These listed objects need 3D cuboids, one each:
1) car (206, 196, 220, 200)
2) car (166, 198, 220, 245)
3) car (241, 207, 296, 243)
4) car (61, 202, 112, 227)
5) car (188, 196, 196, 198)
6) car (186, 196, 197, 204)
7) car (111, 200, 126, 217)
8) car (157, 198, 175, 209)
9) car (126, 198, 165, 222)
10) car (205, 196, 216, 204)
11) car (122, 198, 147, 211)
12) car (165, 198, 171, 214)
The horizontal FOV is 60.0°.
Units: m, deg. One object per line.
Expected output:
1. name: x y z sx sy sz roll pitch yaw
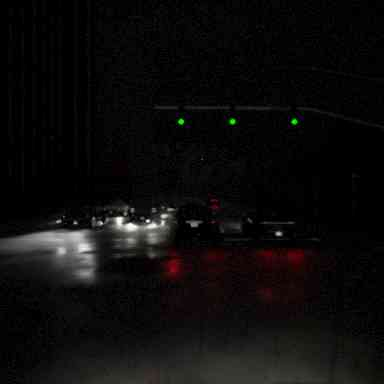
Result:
1. car: 3.470 1.514 53.810 1.837 1.490 4.892 0 0 0
2. car: 0.090 1.355 15.742 2.097 1.767 4.553 0 0 0
3. car: 3.590 1.491 16.167 2.128 1.511 4.902 0 0 0
4. car: -7.111 1.585 22.511 1.895 1.301 4.718 0 0 0
5. car: -0.030 1.485 53.830 1.882 1.535 5.008 0 0 0
6. car: -0.036 1.560 64.179 2.033 1.411 5.357 0 0 0
7. car: -7.103 1.515 31.666 1.812 1.442 4.674 0 0 0
8. car: -3.526 1.548 46.015 2.033 1.411 5.357 0 0 0
9. car: -3.610 1.341 26.505 2.097 1.767 4.553 0 0 0
10. car: 3.464 1.493 63.908 1.882 1.535 5.008 0 0 0
11. car: -7.059 1.543 41.252 2.033 1.411 5.357 0 0 1
12. car: -3.595 1.499 35.607 1.837 1.490 4.892 0 0 0
